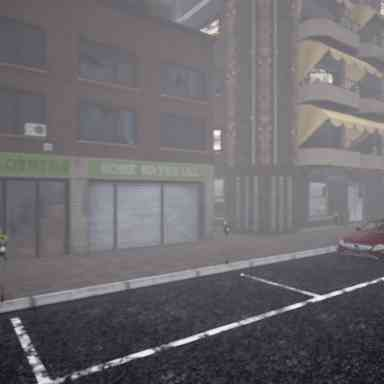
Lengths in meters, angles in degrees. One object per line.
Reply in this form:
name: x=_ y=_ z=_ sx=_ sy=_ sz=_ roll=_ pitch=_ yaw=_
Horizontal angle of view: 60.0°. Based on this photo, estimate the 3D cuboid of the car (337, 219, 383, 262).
car: x=6.701 y=1.588 z=11.339 sx=4.206 sy=1.307 sz=1.802 roll=0 pitch=0 yaw=-35
